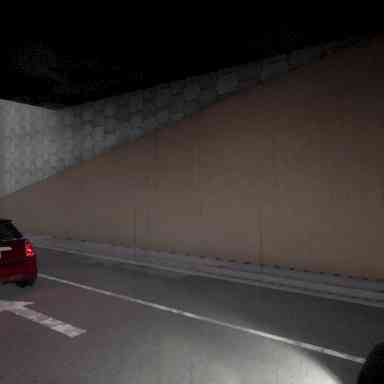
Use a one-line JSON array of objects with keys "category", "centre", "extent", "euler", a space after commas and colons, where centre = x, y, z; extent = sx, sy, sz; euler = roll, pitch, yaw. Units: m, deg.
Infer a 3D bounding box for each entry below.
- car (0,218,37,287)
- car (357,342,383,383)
[{"category": "car", "centre": [-5.837, 1.352, 8.154], "extent": [4.553, 1.767, 2.097], "euler": [0, 0, 36]}, {"category": "car", "centre": [3.048, 1.564, 1.687], "extent": [4.181, 1.385, 1.994], "euler": [0, 0, 37]}]
